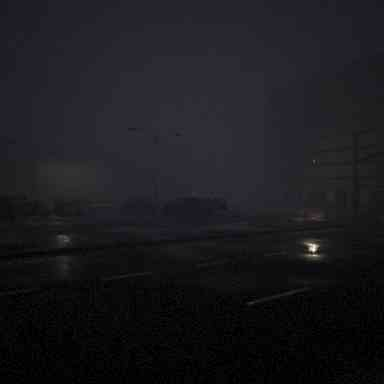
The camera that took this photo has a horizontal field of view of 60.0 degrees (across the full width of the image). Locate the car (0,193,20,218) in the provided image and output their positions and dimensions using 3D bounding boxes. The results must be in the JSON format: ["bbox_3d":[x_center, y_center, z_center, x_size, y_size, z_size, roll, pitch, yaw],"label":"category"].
[{"bbox_3d":[-16.043,1.241,27.779,1.932,1.855,4.605,1,0,-35],"label":"car"}]

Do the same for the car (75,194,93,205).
[{"bbox_3d":[-20.908,1.427,64.165,1.932,1.855,4.605,1,0,-35],"label":"car"}]

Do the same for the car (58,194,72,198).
[{"bbox_3d":[-23.307,1.398,62.545,1.905,1.878,3.866,1,0,-35],"label":"car"}]

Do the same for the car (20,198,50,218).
[{"bbox_3d":[-13.879,1.481,29.362,1.784,1.438,3.905,1,0,-35],"label":"car"}]

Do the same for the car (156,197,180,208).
[{"bbox_3d":[-5.197,1.973,66.262,2.033,1.411,5.357,1,0,-35],"label":"car"}]

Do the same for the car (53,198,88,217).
[{"bbox_3d":[-11.511,1.543,31.026,1.970,1.475,3.806,1,0,-35],"label":"car"}]

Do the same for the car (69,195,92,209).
[{"bbox_3d":[-15.477,1.607,46.698,1.970,1.475,3.806,1,0,-35],"label":"car"}]
